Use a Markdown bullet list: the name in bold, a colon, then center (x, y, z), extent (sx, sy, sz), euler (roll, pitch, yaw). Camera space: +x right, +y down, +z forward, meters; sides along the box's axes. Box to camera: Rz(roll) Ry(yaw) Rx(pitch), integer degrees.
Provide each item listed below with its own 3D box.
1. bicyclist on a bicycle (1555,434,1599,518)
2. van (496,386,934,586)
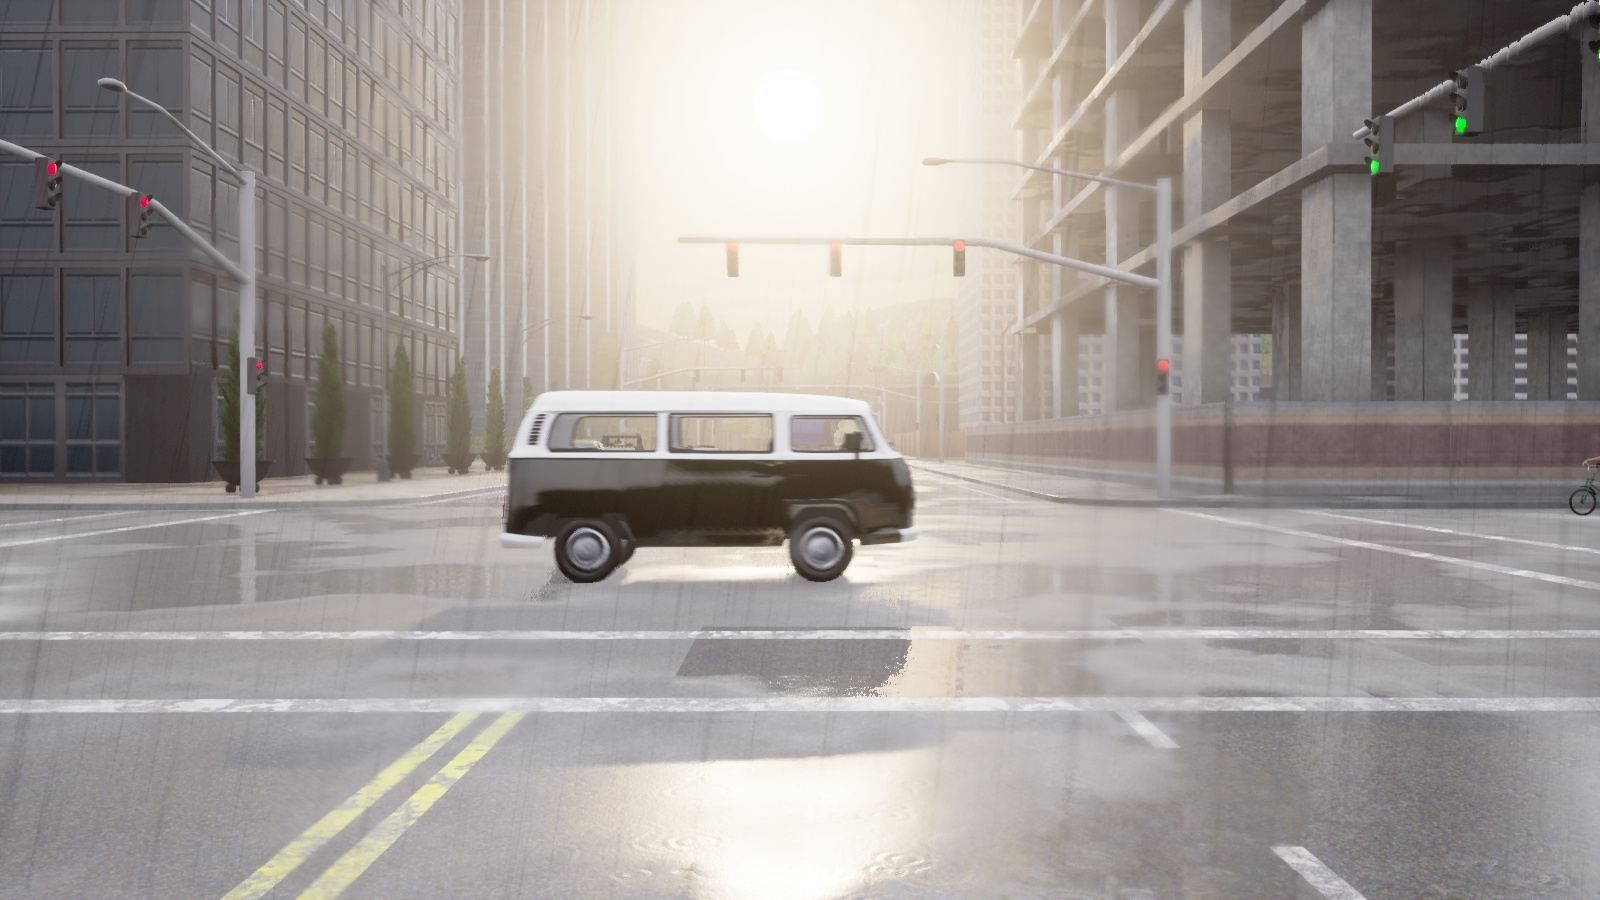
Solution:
- **bicyclist on a bicycle**: center (15.731, 0.502, 24.463), extent (1.509, 1.612, 0.866), euler (0, 0, 0)
- **van**: center (-0.878, 0.363, 13.889), extent (4.480, 2.038, 2.069), euler (0, 0, -1)
